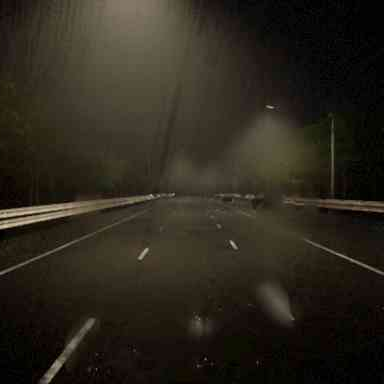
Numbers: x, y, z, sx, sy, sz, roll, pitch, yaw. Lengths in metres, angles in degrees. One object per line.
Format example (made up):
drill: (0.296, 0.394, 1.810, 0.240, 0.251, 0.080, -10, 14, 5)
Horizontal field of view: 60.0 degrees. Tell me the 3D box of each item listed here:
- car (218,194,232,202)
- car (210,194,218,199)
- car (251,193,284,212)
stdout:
car: (6.993, 1.285, 68.098, 2.033, 1.411, 5.357, 0, 0, 0)
car: (7.065, 1.263, 95.218, 2.033, 1.411, 5.357, 0, 0, 0)
car: (8.485, 1.080, 37.869, 2.150, 2.045, 5.566, 0, 0, -8)
